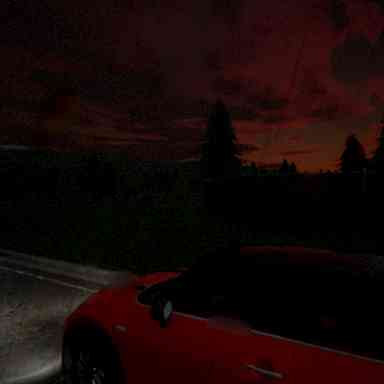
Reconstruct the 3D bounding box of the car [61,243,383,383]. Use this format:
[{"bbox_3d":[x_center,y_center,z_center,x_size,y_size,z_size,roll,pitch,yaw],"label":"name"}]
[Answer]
[{"bbox_3d":[0.651,1.358,3.527,4.553,1.767,2.097,0,0,36],"label":"car"}]
